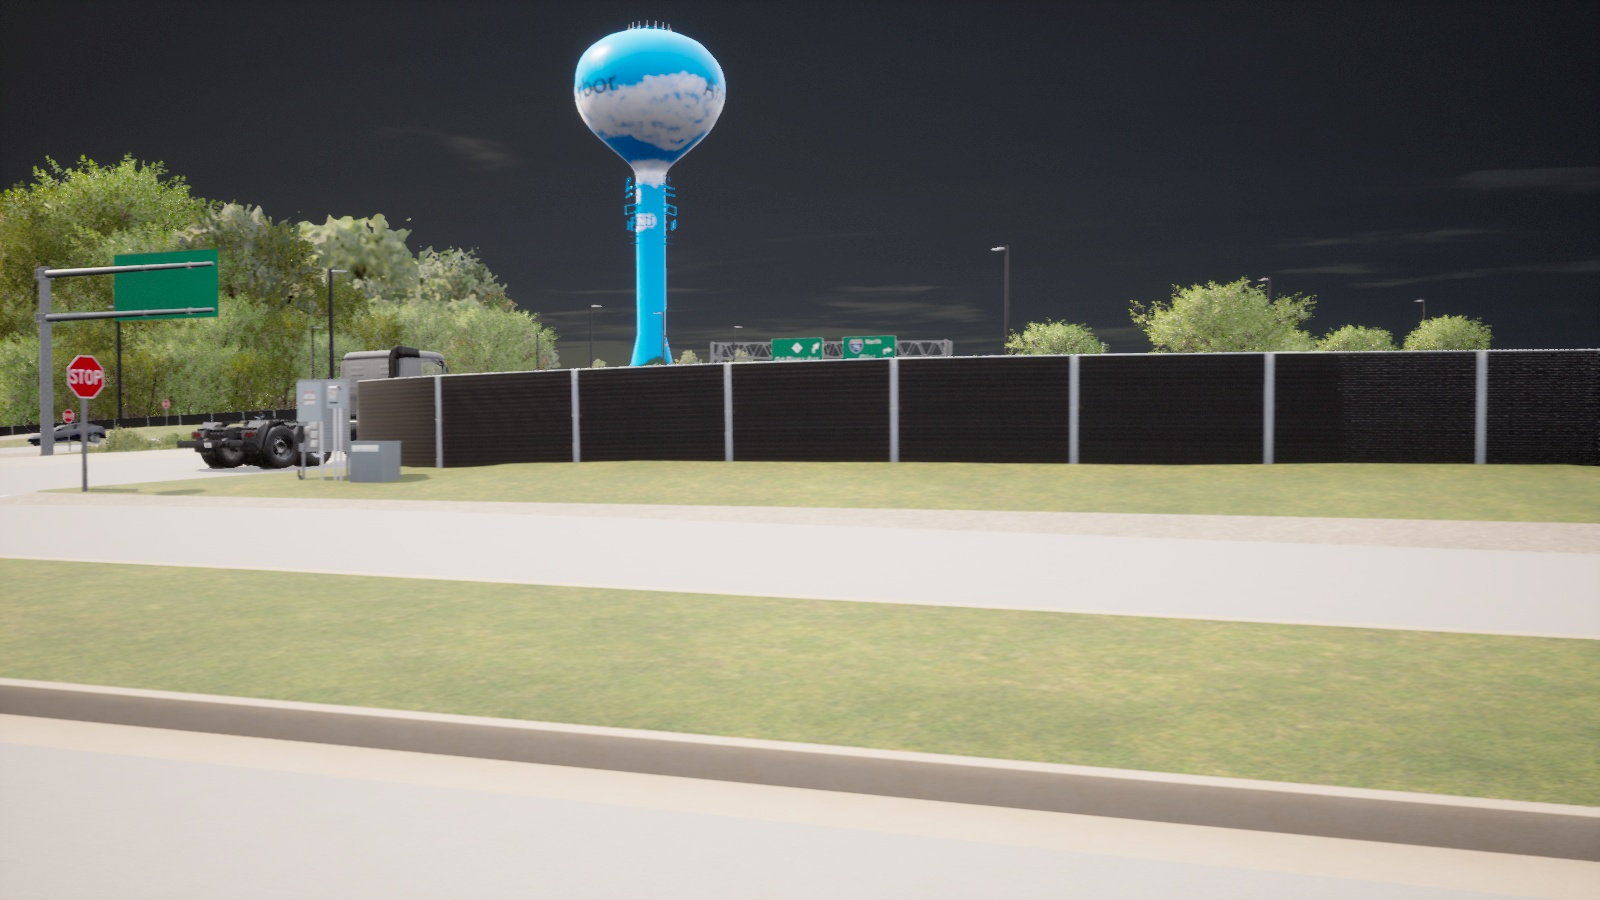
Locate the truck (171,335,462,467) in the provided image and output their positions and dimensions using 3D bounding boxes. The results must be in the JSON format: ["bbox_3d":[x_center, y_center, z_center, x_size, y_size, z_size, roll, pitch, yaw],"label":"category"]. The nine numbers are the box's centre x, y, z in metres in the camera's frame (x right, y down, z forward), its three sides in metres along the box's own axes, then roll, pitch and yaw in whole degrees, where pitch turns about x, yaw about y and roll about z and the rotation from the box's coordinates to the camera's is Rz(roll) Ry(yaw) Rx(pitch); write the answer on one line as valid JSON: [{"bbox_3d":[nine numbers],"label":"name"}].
[{"bbox_3d":[-13.894,-1.432,36.962,2.891,3.462,7.936,0,2,28],"label":"truck"}]
